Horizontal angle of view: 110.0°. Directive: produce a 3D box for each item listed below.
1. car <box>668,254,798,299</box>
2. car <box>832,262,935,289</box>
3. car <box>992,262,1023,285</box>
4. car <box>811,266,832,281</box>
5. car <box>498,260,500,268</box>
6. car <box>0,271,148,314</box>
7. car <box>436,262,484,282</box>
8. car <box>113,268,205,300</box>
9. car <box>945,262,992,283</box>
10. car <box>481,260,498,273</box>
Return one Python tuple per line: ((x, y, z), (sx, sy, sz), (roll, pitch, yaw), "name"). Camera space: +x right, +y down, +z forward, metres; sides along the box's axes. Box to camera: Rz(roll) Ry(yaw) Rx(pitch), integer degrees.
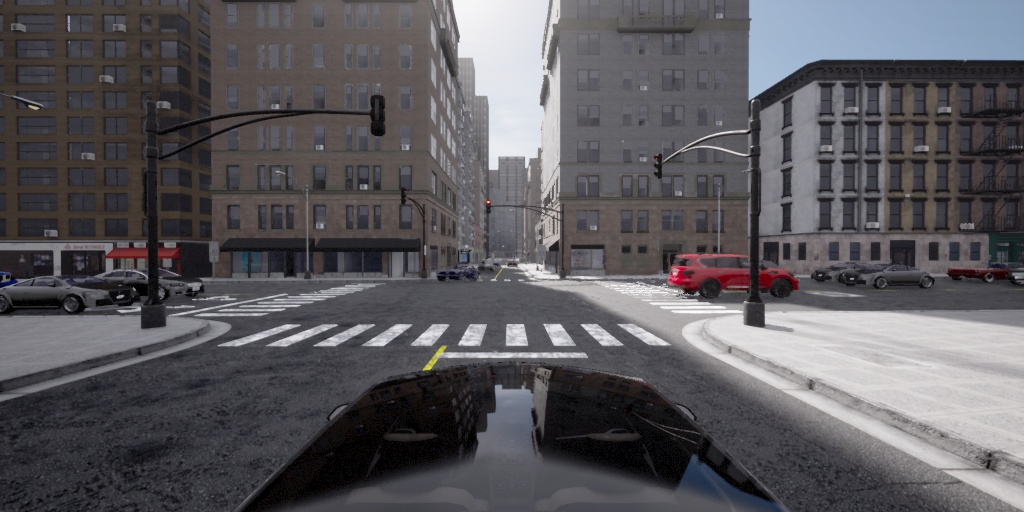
((10.562, 0.925, 17.383), (5.566, 2.045, 2.150), (0, 1, 0), "car")
((21.988, 1.153, 21.116), (4.181, 1.385, 1.994), (0, 1, -1), "car")
((32.385, 1.007, 21.159), (4.902, 1.511, 2.128), (0, 1, 0), "car")
((22.918, 1.111, 24.377), (4.181, 1.385, 1.994), (0, 1, -1), "car")
((-3.105, 1.398, 64.148), (1.895, 1.301, 4.718), (0, 0, 1), "car")
((-17.528, 1.444, 14.208), (4.181, 1.385, 1.994), (0, 1, 0), "car")
((-4.082, 1.324, 27.966), (1.895, 1.301, 4.718), (0, -1, 15), "car")
((-17.798, 1.338, 17.467), (4.902, 1.511, 2.128), (0, 1, 1), "car")
((32.838, 1.078, 24.411), (4.718, 1.301, 1.895), (0, 1, 0), "car")
((-3.125, 1.275, 44.623), (1.837, 1.490, 4.892), (0, 0, 0), "car")
